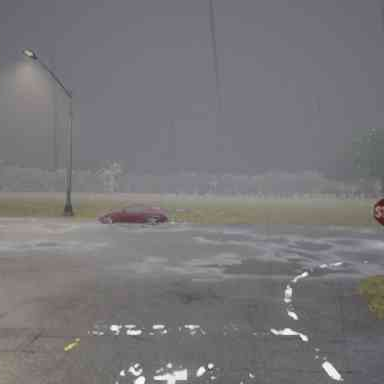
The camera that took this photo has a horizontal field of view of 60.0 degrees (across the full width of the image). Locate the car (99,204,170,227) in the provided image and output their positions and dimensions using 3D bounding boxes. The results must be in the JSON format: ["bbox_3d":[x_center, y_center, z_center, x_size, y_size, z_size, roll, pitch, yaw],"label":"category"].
[{"bbox_3d":[-3.791,1.500,22.143,4.674,1.442,1.812,1,1,0],"label":"car"}]
